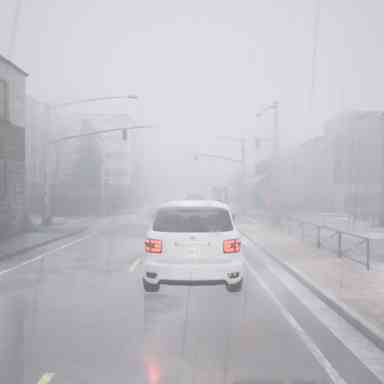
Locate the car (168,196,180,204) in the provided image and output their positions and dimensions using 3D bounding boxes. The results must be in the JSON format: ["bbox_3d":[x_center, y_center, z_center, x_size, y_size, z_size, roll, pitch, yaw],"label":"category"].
[{"bbox_3d":[-3.643,1.547,67.582,2.033,1.411,5.357,0,0,0],"label":"car"}]

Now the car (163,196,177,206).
[{"bbox_3d":[-3.692,1.491,56.944,2.128,1.511,4.902,0,0,0],"label":"car"}]

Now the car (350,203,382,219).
[{"bbox_3d":[16.658,1.740,30.232,4.181,1.385,1.994,0,0,0],"label":"car"}]

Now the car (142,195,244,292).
[{"bbox_3d":[0.036,1.221,9.050,2.150,2.045,5.566,0,0,1],"label":"car"}]

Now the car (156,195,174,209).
[{"bbox_3d":[-3.687,1.352,46.563,2.097,1.767,4.553,0,0,0],"label":"car"}]
